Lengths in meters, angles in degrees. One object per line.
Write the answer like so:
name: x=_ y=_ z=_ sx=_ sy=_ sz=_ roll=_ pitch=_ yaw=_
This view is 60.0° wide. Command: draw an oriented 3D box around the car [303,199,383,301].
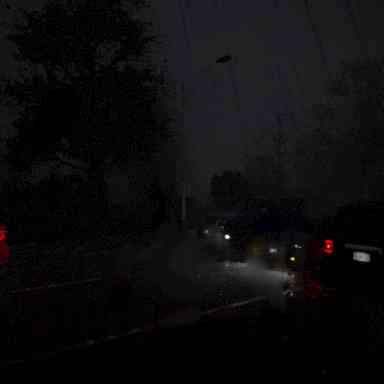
car: x=5.141 y=1.210 z=7.271 sx=5.566 sy=2.045 sz=2.150 roll=0 pitch=0 yaw=-35

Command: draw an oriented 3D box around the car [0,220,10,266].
car: x=-7.208 y=1.221 z=7.400 sx=5.566 sy=2.045 sz=2.150 roll=0 pitch=0 yaw=-35

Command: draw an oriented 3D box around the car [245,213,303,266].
car: x=4.051 y=1.550 z=10.936 sx=4.181 sy=1.385 sz=1.994 roll=0 pitch=0 yaw=-34

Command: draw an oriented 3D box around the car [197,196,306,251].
car: x=2.889 y=1.205 z=14.370 sx=5.566 sy=2.045 sz=2.150 roll=0 pitch=0 yaw=-34

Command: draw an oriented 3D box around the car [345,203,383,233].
car: x=11.722 y=1.462 z=20.227 sx=4.902 sy=1.511 sz=2.128 roll=0 pitch=0 yaw=-33
